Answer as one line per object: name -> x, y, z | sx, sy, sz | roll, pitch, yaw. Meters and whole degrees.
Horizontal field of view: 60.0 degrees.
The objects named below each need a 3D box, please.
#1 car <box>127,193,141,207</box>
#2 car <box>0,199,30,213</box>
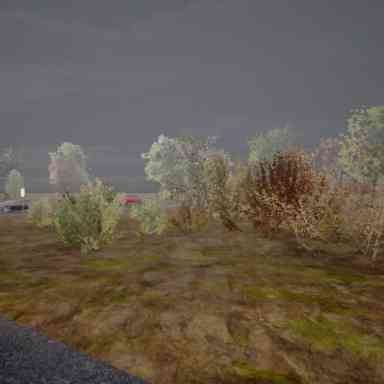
car -> -10.051, 1.240, 49.285 | 2.150, 2.045, 5.566 | 0, 0, 38
car -> -19.410, 1.501, 36.952 | 2.128, 1.511, 4.902 | 0, 0, 36
